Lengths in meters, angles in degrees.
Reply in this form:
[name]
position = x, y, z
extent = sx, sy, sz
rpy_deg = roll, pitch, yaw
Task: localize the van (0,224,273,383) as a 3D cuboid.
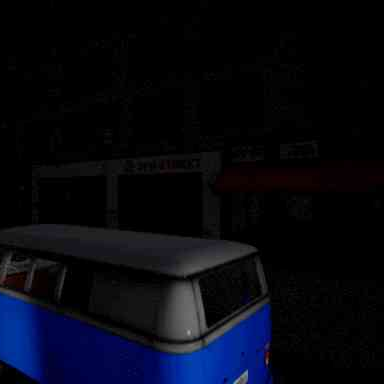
[van]
position = -1.094, 1.341, 3.861
extent = 3.998, 1.788, 1.690
rpy_deg = 0, 0, 36
